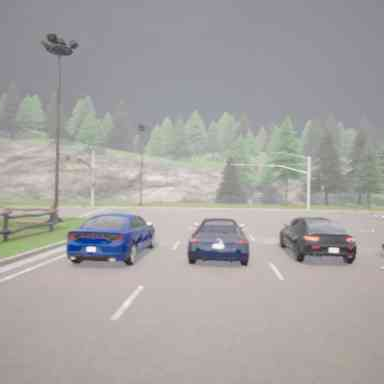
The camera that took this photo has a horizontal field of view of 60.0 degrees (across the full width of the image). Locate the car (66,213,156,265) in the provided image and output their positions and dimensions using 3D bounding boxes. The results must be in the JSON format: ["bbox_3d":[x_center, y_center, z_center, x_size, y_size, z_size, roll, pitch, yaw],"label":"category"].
[{"bbox_3d":[-2.572,1.456,11.691,1.882,1.535,5.008,1,0,5],"label":"car"}]

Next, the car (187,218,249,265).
[{"bbox_3d":[0.964,1.609,11.947,1.994,1.385,4.181,1,0,5],"label":"car"}]

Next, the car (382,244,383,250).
[{"bbox_3d":[7.807,1.719,9.941,2.033,1.411,5.357,1,0,5],"label":"car"}]

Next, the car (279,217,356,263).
[{"bbox_3d":[4.524,1.641,12.443,1.812,1.442,4.674,1,-1,5],"label":"car"}]
